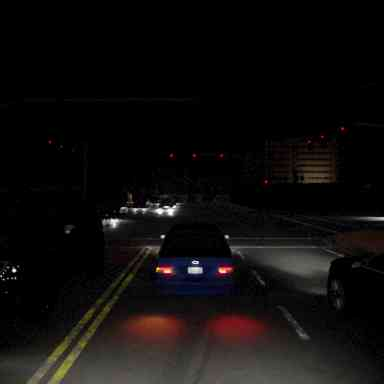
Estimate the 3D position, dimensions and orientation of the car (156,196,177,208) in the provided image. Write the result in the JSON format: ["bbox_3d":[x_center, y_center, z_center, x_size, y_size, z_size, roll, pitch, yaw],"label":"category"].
[{"bbox_3d":[-3.645,1.601,47.576,1.895,1.301,4.718,0,0,0],"label":"car"}]

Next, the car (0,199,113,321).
[{"bbox_3d":[-3.607,1.221,7.620,2.150,2.045,5.566,0,0,0],"label":"car"}]

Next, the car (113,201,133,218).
[{"bbox_3d":[-7.130,1.548,30.393,2.033,1.411,5.357,0,0,0],"label":"car"}]

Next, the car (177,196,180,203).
[{"bbox_3d":[-3.639,1.491,56.893,2.128,1.511,4.902,0,0,0],"label":"car"}]

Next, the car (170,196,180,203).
[{"bbox_3d":[-3.569,1.506,68.971,1.837,1.490,4.892,0,0,0],"label":"car"}]

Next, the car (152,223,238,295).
[{"bbox_3d":[0.074,1.547,8.882,2.033,1.411,5.357,0,0,0],"label":"car"}]

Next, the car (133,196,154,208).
[{"bbox_3d":[-7.145,1.547,47.298,2.033,1.411,5.357,0,0,0],"label":"car"}]

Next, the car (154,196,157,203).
[{"bbox_3d":[-7.111,1.506,63.678,1.837,1.490,4.892,0,0,0],"label":"car"}]

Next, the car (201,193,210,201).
[{"bbox_3d":[3.418,1.228,84.631,2.097,1.767,4.553,0,0,0],"label":"car"}]

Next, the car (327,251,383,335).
[{"bbox_3d":[3.558,1.491,4.640,2.128,1.511,4.902,0,0,0],"label":"car"}]

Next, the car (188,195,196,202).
[{"bbox_3d":[-0.072,1.531,74.382,2.033,1.411,5.357,0,0,0],"label":"car"}]

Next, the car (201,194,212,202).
[{"bbox_3d":[3.428,1.344,74.675,2.097,1.767,4.553,0,0,0],"label":"car"}]

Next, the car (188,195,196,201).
[{"bbox_3d":[-0.082,1.425,84.656,1.994,1.385,4.181,0,0,0],"label":"car"}]
